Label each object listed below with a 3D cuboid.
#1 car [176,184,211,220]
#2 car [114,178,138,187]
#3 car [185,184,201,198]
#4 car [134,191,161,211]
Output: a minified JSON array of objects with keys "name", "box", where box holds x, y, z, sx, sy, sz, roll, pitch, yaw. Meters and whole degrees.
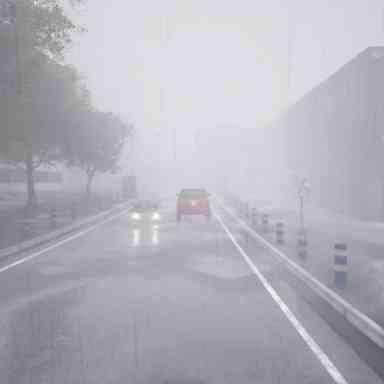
[{"name":"car","box":[0.108,0.666,22.541,2.150,2.045,5.566,0,3,0]},{"name":"car","box":[-13.697,-1.943,68.900,5.566,2.045,2.150,2,3,35]},{"name":"car","box":[0.089,-0.226,42.560,1.882,1.535,5.008,0,3,0]},{"name":"car","box":[-3.603,0.701,27.623,1.812,1.442,4.674,0,3,0]}]
